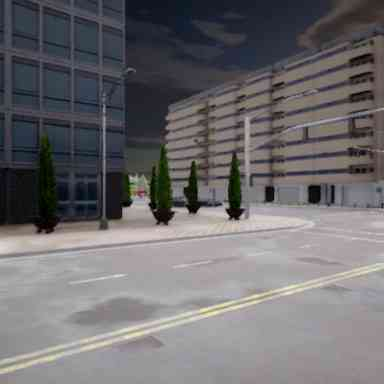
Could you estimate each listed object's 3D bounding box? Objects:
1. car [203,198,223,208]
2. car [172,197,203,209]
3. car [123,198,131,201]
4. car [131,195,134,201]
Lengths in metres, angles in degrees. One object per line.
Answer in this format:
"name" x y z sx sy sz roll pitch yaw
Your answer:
"car" 1.996 1.482 46.012 2.033 1.411 5.357 0 0 -35
"car" -1.011 1.441 44.204 1.837 1.490 4.892 0 0 -35
"car" -13.948 1.415 62.702 1.882 1.535 5.008 0 0 -35
"car" -13.555 1.500 68.315 1.994 1.385 4.181 0 0 -36
